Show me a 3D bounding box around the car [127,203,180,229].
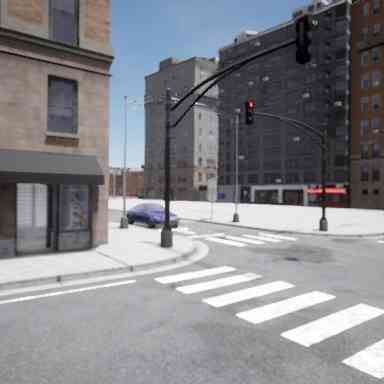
[{"bbox_3d":[-2.619,1.465,21.477,1.812,1.442,4.674,1,0,-35],"label":"car"}]

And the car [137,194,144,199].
[{"bbox_3d":[-12.921,1.283,91.332,4.902,1.511,2.128,1,0,-45],"label":"car"}]
